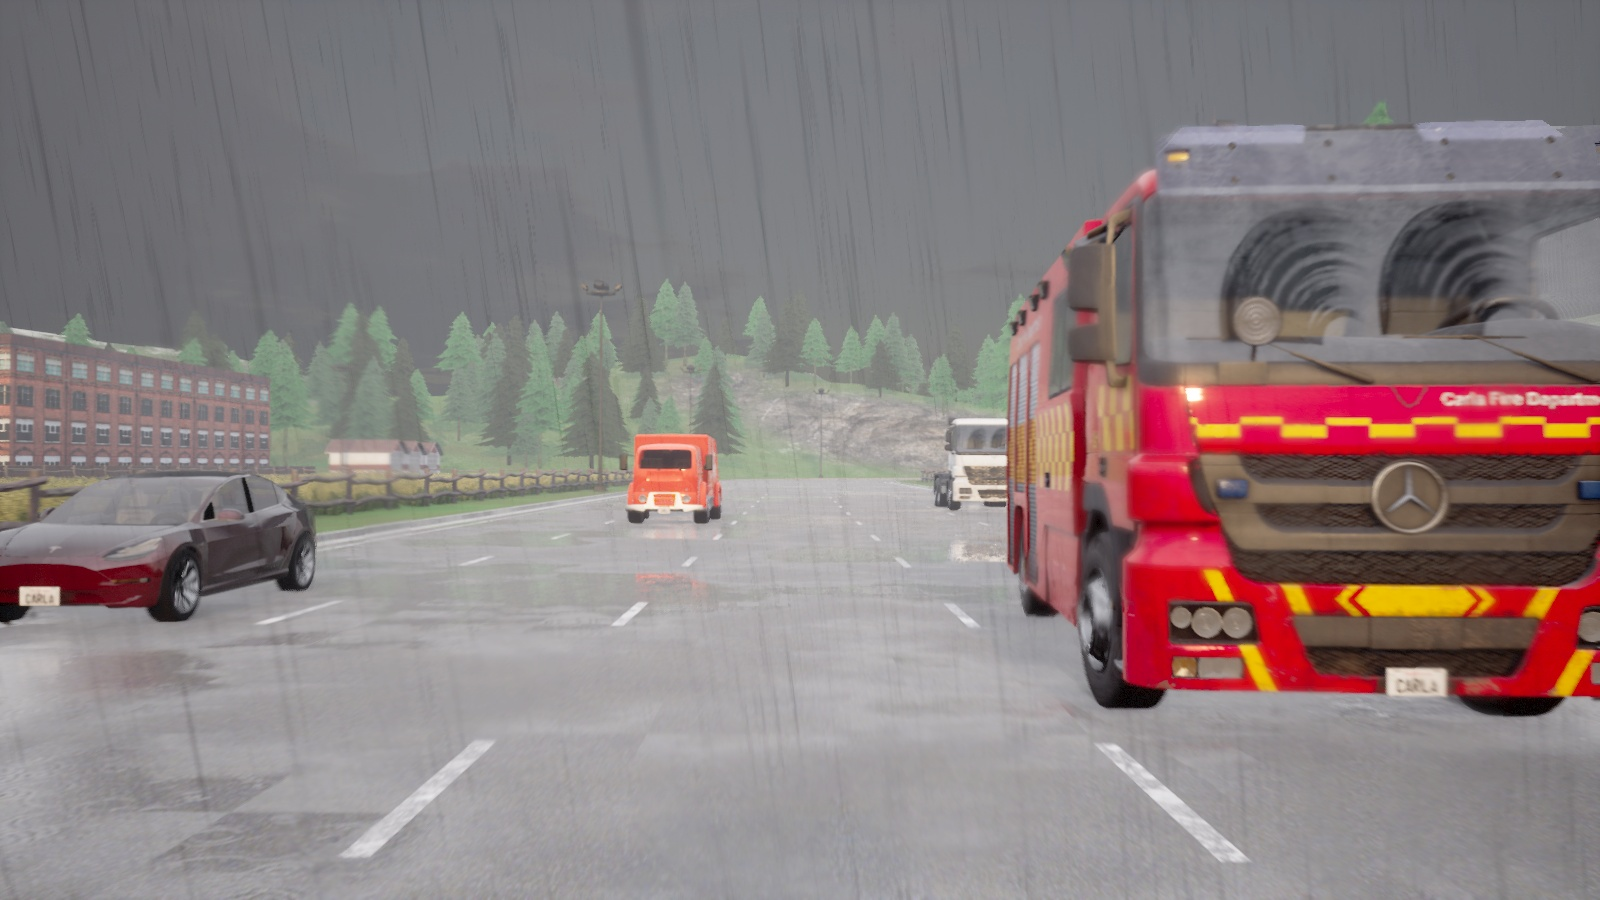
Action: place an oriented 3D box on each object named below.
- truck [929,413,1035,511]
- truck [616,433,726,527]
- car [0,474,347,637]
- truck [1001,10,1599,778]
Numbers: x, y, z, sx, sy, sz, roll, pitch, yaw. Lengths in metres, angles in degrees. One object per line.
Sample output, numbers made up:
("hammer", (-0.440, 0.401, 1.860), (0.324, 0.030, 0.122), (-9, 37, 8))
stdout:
("truck", (6.881, 0.473, 48.599), (2.891, 3.462, 7.936), (0, -1, 0))
("truck", (-3.587, 0.835, 35.986), (2.627, 2.467, 5.204), (0, -1, 0))
("car", (-7.034, 1.033, 14.106), (2.163, 1.488, 4.792), (0, -1, 0))
("truck", (3.504, -0.223, 10.539), (2.891, 3.827, 8.468), (0, -1, 4))
